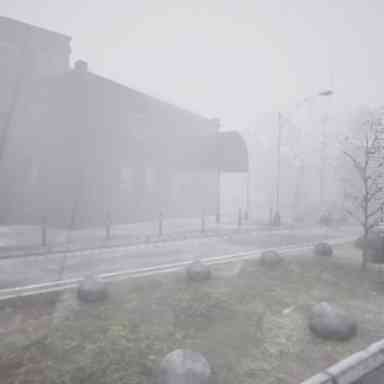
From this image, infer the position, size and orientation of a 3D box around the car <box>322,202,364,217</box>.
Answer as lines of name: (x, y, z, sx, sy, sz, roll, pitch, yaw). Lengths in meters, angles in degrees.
car: (17.754, 1.983, 39.249, 4.553, 1.767, 2.097, 1, -1, 24)
